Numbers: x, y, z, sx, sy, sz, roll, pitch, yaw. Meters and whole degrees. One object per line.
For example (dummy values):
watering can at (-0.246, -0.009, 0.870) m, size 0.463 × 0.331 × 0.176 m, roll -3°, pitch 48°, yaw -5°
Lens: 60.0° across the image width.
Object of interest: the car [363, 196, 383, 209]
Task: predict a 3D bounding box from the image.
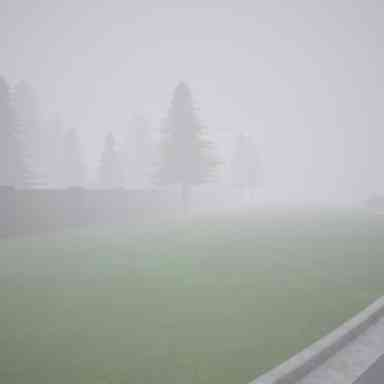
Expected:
car at (20.729, 1.155, 37.085) m, size 2.033 × 1.411 × 5.357 m, roll -1°, pitch 0°, yaw 12°
